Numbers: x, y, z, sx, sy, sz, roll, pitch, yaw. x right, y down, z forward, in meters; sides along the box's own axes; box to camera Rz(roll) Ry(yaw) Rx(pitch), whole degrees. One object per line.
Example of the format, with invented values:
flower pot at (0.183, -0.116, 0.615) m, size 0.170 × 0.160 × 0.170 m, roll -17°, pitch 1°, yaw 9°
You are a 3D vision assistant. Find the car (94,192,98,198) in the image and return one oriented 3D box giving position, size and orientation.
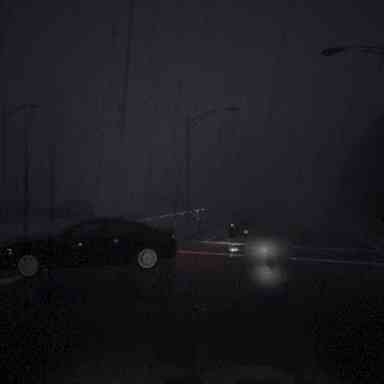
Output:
car at (-21.979, 1.297, 67.974) m, size 3.806 × 1.475 × 1.970 m, roll 0°, pitch 0°, yaw 18°

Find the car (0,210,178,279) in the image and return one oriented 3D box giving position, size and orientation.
car at (-2.927, 1.475, 9.924) m, size 5.008 × 1.535 × 1.882 m, roll 0°, pitch 0°, yaw -19°

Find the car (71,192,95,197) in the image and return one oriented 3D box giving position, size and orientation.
car at (-18.562, 1.248, 53.730) m, size 4.514 × 1.523 × 2.007 m, roll 0°, pitch 0°, yaw 18°

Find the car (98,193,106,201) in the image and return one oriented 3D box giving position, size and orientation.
car at (-20.342, 1.012, 70.932) m, size 3.866 × 1.878 × 1.905 m, roll 0°, pitch 0°, yaw 18°

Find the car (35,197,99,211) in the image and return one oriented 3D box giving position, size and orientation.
car at (-9.083, 1.355, 24.219) m, size 3.633 × 1.501 × 1.845 m, roll 0°, pitch 0°, yaw 18°

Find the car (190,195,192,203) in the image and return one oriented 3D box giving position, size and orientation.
car at (-2.511, 1.051, 44.681) m, size 3.866 × 1.878 × 1.905 m, roll 0°, pitch 0°, yaw 18°

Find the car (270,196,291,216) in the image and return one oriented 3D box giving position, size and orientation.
car at (8.413, 1.484, 32.708) m, size 1.837 × 1.490 × 4.892 m, roll 0°, pitch 0°, yaw 19°

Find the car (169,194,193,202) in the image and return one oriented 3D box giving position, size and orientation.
car at (-2.229, 1.255, 68.713) m, size 4.514 × 1.523 × 2.007 m, roll 0°, pitch 0°, yaw 18°

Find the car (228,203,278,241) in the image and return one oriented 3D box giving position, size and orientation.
car at (3.157, 1.511, 17.073) m, size 1.812 × 1.442 × 4.674 m, roll 0°, pitch 0°, yaw 19°

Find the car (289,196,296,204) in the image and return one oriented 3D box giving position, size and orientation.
car at (18.402, 1.461, 62.489) m, size 2.128 × 1.511 × 4.902 m, roll 0°, pitch 0°, yaw 19°

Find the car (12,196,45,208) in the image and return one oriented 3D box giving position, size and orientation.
car at (-21.779, 1.272, 44.270) m, size 3.633 × 1.501 × 1.845 m, roll 0°, pitch 0°, yaw 18°

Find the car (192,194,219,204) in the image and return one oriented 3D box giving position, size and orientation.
car at (1.557, 1.124, 56.812) m, size 5.027 × 1.636 × 2.152 m, roll 0°, pitch 0°, yaw 18°

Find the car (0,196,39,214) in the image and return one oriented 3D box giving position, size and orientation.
car at (-15.171, 1.355, 29.404) m, size 3.806 × 1.475 × 1.970 m, roll 0°, pitch 0°, yaw 18°

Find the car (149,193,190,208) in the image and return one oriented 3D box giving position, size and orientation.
car at (-3.044, 1.073, 41.795) m, size 4.605 × 1.855 × 1.932 m, roll 0°, pitch 0°, yaw 18°

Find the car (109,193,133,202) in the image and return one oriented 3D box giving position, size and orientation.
car at (-13.927, 1.044, 65.314) m, size 4.605 × 1.855 × 1.932 m, roll 0°, pitch 0°, yaw 18°
